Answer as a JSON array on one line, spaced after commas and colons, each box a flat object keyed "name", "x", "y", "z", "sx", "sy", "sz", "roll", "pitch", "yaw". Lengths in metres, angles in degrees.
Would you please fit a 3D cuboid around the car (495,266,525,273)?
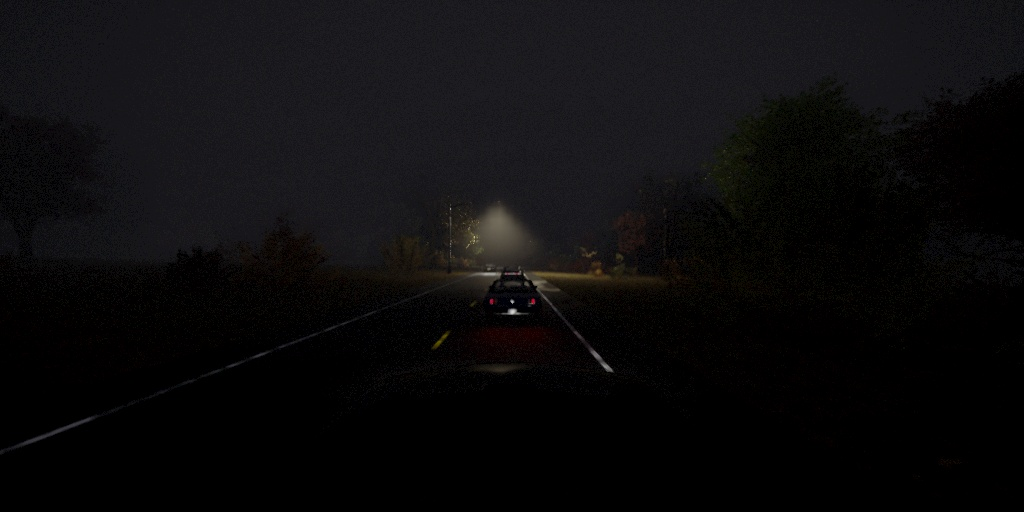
[{"name": "car", "x": 0.043, "y": 1.579, "z": 29.133, "sx": 2.128, "sy": 1.511, "sz": 4.902, "roll": 0, "pitch": -1, "yaw": 1}]

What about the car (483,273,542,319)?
[{"name": "car", "x": 0.039, "y": 1.493, "z": 13.544, "sx": 1.895, "sy": 1.301, "sz": 4.718, "roll": 0, "pitch": -1, "yaw": 1}]

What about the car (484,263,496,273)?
[{"name": "car", "x": -3.565, "y": 1.959, "z": 58.544, "sx": 2.128, "sy": 1.511, "sz": 4.902, "roll": 0, "pitch": -1, "yaw": 0}]
